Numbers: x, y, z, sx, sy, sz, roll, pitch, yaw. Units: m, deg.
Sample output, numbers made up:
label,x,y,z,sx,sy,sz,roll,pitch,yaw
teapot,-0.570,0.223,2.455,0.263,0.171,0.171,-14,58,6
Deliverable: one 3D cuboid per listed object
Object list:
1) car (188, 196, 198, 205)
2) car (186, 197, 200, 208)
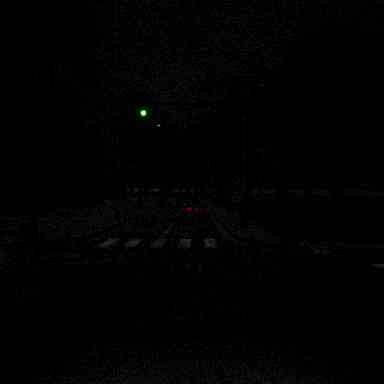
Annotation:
label,x,y,z,sx,sy,sz,roll,pitch,yaw
car,0.172,1.639,62.744,1.882,1.535,5.008,0,0,0
car,0.165,1.629,52.325,2.128,1.511,4.902,0,0,0
